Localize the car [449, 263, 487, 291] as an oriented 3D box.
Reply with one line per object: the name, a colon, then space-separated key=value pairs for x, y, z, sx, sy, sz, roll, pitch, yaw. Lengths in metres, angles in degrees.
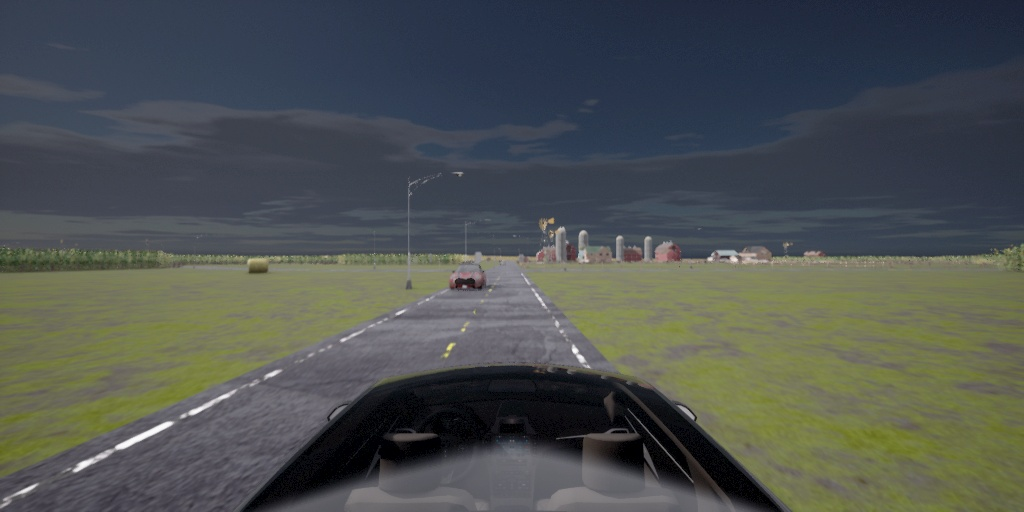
car: x=-2.855 y=1.294 z=23.921 sx=2.097 sy=1.767 sz=4.553 roll=0 pitch=0 yaw=0
